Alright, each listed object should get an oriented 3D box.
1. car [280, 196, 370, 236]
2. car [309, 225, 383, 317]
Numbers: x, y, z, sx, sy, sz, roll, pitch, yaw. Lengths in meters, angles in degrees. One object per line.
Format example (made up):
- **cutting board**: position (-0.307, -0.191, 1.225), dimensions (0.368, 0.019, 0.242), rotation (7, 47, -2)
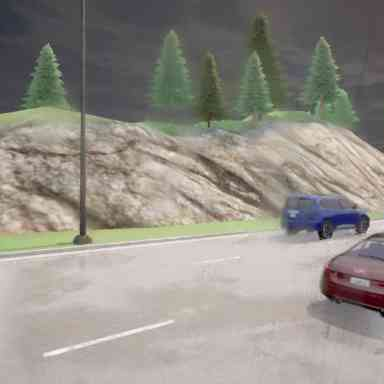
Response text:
- **car**: position (6.985, 1.221, 17.351), dimensions (5.566, 2.045, 2.150), rotation (0, 0, -36)
- **car**: position (4.596, 1.564, 7.036), dimensions (4.181, 1.385, 1.994), rotation (0, 0, -36)
